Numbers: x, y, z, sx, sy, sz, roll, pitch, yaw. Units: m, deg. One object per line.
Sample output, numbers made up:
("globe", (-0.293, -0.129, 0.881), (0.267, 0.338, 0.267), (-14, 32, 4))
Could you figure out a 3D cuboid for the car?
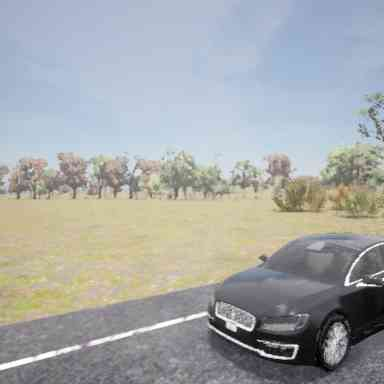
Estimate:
("car", (2.485, 1.533, 5.801), (4.892, 1.490, 1.837), (0, 0, -36))
